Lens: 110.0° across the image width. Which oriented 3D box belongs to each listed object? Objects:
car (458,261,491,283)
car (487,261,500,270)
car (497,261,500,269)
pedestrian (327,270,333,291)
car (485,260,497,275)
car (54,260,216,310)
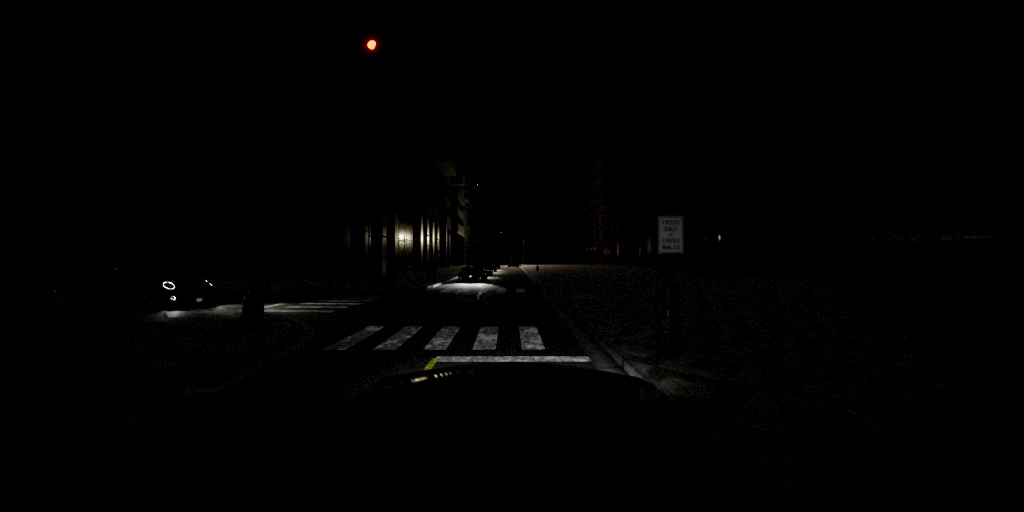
[{"bbox_3d":[-3.022,1.327,28.420,1.994,1.385,4.181,0,0,1],"label":"car"},{"bbox_3d":[-2.904,1.459,57.820,1.895,1.301,4.718,0,0,1],"label":"car"},{"bbox_3d":[-2.973,1.321,47.594,1.837,1.490,4.892,0,0,0],"label":"car"},{"bbox_3d":[-9.962,0.974,19.605,0.375,1.860,0.375,0,-1,0],"label":"pedestrian"},{"bbox_3d":[-3.006,1.331,37.741,2.033,1.411,5.357,0,0,0],"label":"car"},{"bbox_3d":[-13.812,1.042,13.342,4.553,1.767,2.097,0,-1,2],"label":"car"}]
